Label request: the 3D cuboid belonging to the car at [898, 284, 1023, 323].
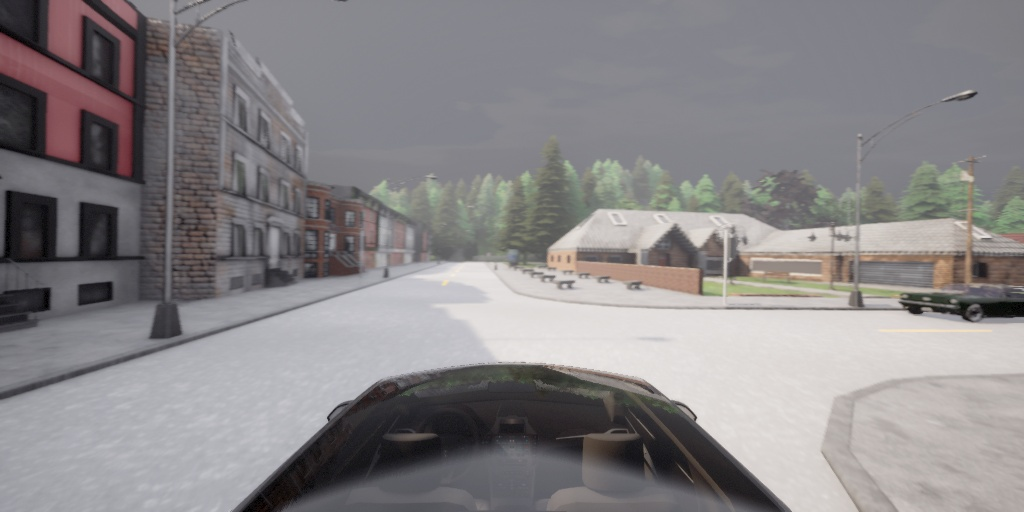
[{"bbox_3d":[17.514,1.701,13.483,4.718,1.301,1.895,1,0,-6],"label":"car"}]
